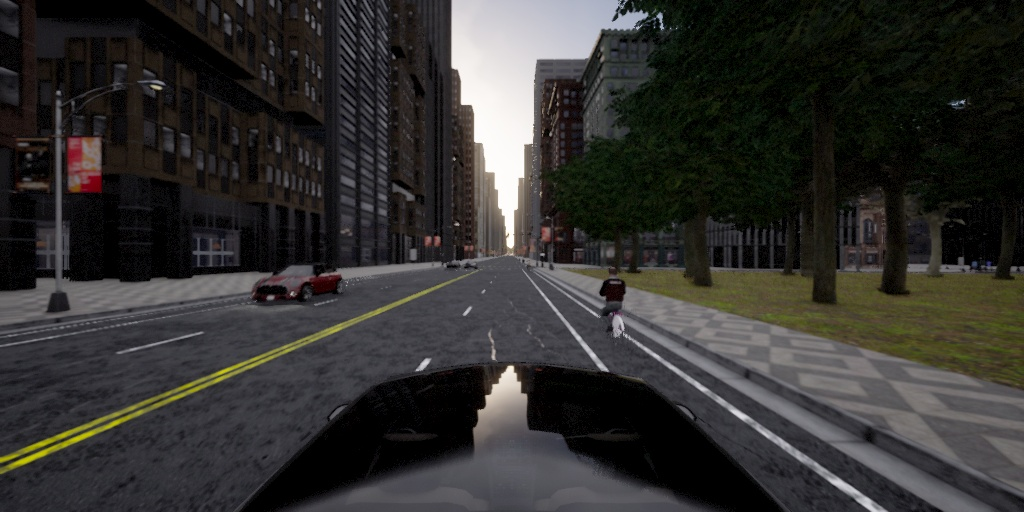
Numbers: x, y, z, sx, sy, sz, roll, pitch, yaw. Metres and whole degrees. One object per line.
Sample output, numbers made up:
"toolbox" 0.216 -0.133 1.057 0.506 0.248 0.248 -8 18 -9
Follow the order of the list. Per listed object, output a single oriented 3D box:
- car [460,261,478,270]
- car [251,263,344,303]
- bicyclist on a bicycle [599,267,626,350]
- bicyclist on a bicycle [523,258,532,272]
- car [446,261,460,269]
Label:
"car" -6.510 1.445 57.637 2.033 1.411 5.357 0 0 0
"car" -9.848 1.125 16.880 2.097 1.767 4.553 0 0 0
"bicyclist on a bicycle" 2.251 1.130 8.190 0.659 1.776 1.843 0 0 0
"bicyclist on a bicycle" 2.183 1.290 46.647 0.866 1.612 1.509 0 0 0
"car" -9.742 1.559 59.830 1.895 1.301 4.718 0 0 0
